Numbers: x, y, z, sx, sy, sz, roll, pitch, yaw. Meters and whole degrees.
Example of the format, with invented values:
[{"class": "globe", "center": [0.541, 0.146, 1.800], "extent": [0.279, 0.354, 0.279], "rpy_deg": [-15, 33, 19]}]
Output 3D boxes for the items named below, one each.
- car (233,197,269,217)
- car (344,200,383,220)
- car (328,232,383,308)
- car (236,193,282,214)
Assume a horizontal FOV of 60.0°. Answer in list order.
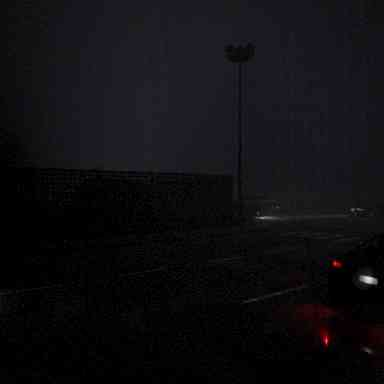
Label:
[{"class": "car", "center": [4.303, 1.492, 31.509], "extent": [2.033, 1.411, 5.357], "rpy_deg": [0, 0, -35]}, {"class": "car", "center": [14.947, 1.468, 27.774], "extent": [1.837, 1.490, 4.892], "rpy_deg": [2, 0, -18]}, {"class": "car", "center": [4.835, 1.564, 7.186], "extent": [4.181, 1.385, 1.994], "rpy_deg": [0, 0, -35]}, {"class": "car", "center": [6.634, 1.166, 34.267], "extent": [2.150, 2.045, 5.566], "rpy_deg": [0, 0, -35]}]
